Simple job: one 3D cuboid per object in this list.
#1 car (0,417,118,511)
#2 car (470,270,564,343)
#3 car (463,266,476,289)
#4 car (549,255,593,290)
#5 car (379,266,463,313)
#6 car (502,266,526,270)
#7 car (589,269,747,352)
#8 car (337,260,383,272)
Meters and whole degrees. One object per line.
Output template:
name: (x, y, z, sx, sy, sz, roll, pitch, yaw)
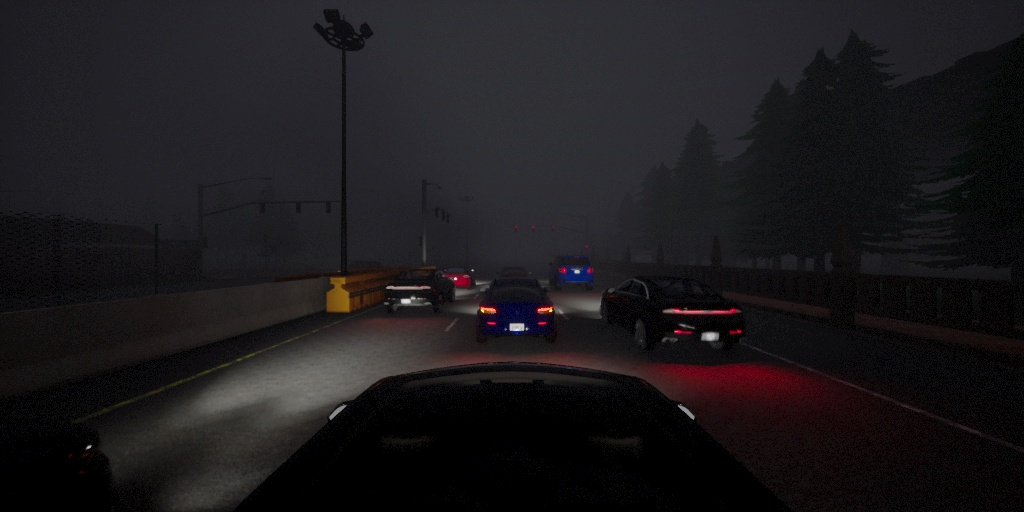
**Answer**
car: (-3.404, 1.242, 0.188, 2.128, 1.511, 4.902, 0, 0, 0)
car: (0.093, 1.276, 9.568, 1.812, 1.442, 4.674, 0, 0, 0)
car: (-3.419, 1.314, 22.887, 1.994, 1.385, 4.181, 0, 0, -1)
car: (3.596, 0.972, 22.475, 2.150, 2.045, 5.566, 0, 0, 0)
car: (-3.402, 1.241, 13.942, 2.128, 1.511, 4.902, 0, 0, 0)
car: (0.097, 1.276, 19.464, 1.812, 1.442, 4.674, 0, 0, 0)
car: (3.599, 1.242, 8.931, 2.128, 1.511, 4.902, 0, 0, 0)
car: (-10.539, 1.101, 25.211, 2.097, 1.767, 4.553, 0, 0, 1)
